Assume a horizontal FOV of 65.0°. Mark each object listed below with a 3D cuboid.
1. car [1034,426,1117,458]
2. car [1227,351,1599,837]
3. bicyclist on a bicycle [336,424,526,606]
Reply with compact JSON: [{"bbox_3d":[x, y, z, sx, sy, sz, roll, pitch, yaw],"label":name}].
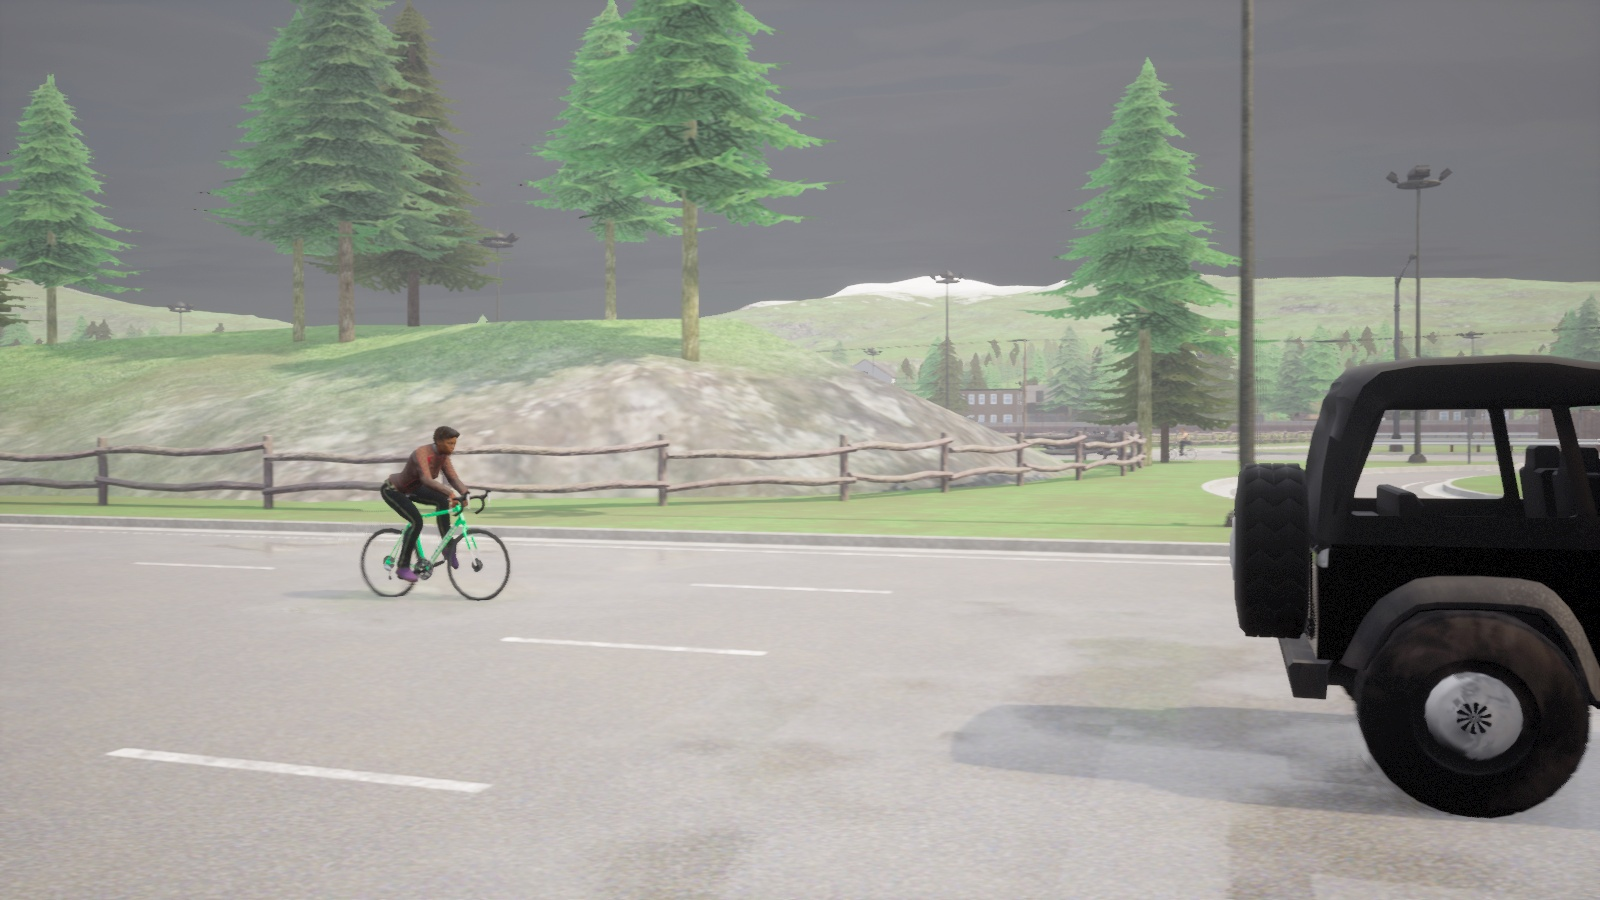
[{"bbox_3d":[16.417,-0.493,74.783,4.605,1.855,1.932,1,1,18],"label":"car"},{"bbox_3d":[3.943,0.548,5.556,3.866,1.878,1.905,1,1,19],"label":"car"},{"bbox_3d":[-3.443,0.578,11.736,1.656,1.620,0.582,0,1,19],"label":"bicyclist on a bicycle"}]
